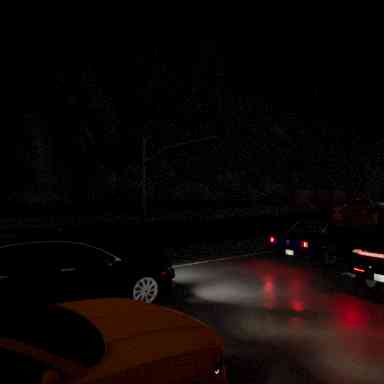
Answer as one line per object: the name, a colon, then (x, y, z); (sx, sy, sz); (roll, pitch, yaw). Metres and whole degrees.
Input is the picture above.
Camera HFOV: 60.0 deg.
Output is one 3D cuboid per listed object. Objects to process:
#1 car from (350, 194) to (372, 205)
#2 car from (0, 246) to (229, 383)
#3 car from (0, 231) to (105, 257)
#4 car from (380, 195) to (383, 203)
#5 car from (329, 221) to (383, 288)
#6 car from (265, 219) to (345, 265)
car: (27.601, 1.131, 54.795); (4.553, 1.767, 2.097); (0, 0, -36)
car: (-1.948, 1.477, 2.335); (5.008, 1.535, 1.882); (0, 0, -36)
car: (-2.599, 1.504, 6.191); (4.892, 1.490, 1.837); (0, 0, -36)
car: (37.288, 0.938, 61.871); (5.566, 2.045, 2.150); (0, 0, -36)
car: (5.699, 1.482, 7.961); (4.902, 1.511, 2.128); (0, 0, -36)
car: (4.839, 1.590, 11.666); (4.718, 1.301, 1.895); (0, 0, -36)
